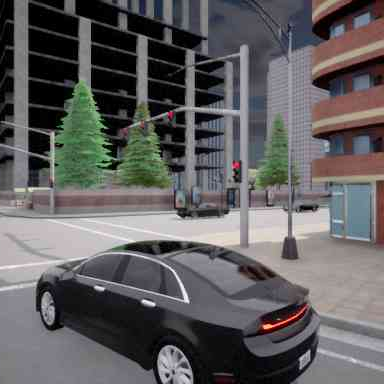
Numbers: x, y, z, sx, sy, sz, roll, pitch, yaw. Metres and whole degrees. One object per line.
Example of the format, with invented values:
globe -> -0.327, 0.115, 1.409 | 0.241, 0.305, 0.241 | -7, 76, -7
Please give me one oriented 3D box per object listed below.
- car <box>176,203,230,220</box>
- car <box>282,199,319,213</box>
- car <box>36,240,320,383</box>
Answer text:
car -> 0.964, 1.656, 29.152 | 4.718, 1.301, 1.895 | 0, 0, -35
car -> 12.149, 1.545, 37.116 | 4.902, 1.511, 2.128 | 0, 0, -35
car -> -0.634, 1.505, 5.094 | 4.892, 1.490, 1.837 | 0, 0, 41
